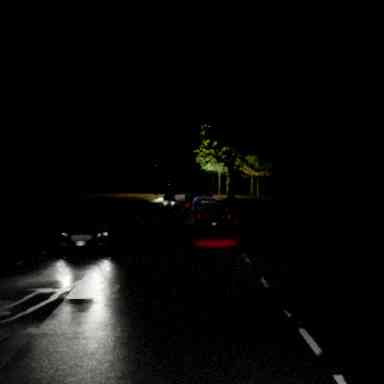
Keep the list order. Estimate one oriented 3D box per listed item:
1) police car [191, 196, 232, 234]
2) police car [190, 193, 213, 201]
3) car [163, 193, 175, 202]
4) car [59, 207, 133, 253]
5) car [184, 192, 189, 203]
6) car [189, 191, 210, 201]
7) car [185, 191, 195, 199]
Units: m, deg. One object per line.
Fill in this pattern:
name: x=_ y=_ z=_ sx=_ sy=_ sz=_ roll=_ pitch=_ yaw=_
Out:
police car: x=1.049 y=1.258 z=18.276 sx=1.930 sy=1.638 sz=5.238 roll=0 pitch=1 yaw=0
police car: x=1.024 y=1.147 z=28.282 sx=1.930 sy=1.638 sz=5.238 roll=0 pitch=1 yaw=0
car: x=-3.777 y=0.898 z=55.730 sx=2.033 sy=1.411 sz=5.357 roll=0 pitch=1 yaw=0
car: x=-3.600 y=1.375 z=13.191 sx=2.128 sy=1.511 sz=4.902 roll=0 pitch=1 yaw=0
car: x=-0.188 y=0.891 z=52.292 sx=2.128 sy=1.511 sz=4.902 roll=0 pitch=1 yaw=-1
car: x=0.998 y=0.873 z=34.202 sx=2.150 sy=2.045 sz=5.566 roll=0 pitch=1 yaw=0
car: x=-0.387 y=0.598 z=69.278 sx=2.033 sy=1.411 sz=5.357 roll=0 pitch=1 yaw=-1
